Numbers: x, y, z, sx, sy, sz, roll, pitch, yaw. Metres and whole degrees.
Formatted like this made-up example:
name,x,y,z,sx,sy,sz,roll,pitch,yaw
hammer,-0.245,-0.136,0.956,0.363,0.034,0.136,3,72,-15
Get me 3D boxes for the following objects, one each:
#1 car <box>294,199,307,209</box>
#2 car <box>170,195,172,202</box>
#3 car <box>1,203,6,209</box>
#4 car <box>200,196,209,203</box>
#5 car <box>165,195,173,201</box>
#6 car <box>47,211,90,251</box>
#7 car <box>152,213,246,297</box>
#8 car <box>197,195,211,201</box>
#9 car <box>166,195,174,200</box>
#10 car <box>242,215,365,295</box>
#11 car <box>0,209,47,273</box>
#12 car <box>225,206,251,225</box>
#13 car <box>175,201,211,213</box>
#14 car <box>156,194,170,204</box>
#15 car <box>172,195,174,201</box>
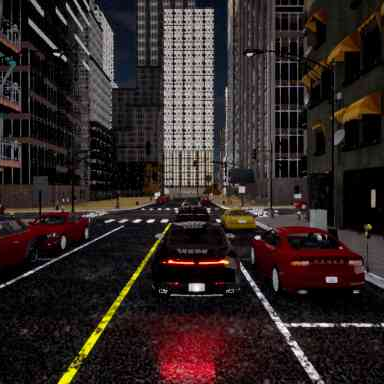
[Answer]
name,x,y,z,sx,sy,sz,roll,pitch,yaw
car,14.178,1.254,38.782,4.507,1.381,1.887,-1,1,-1
car,-5.831,1.310,68.707,2.192,1.841,5.009,-1,0,0
car,-23.921,1.744,38.386,4.097,1.590,1.967,-1,1,-1
car,2.551,1.520,68.891,1.752,1.417,4.829,-1,0,0
car,-5.861,1.521,85.215,1.752,1.417,4.829,-1,0,0
car,-5.725,1.542,14.110,1.887,1.381,4.507,-1,0,0
car,0.082,1.503,8.518,1.837,1.490,4.892,0,0,0
car,2.561,1.435,63.161,1.967,1.590,4.097,-1,0,0
car,-5.871,1.541,90.944,1.887,1.381,4.507,-1,0,0
car,2.666,1.543,8.589,1.887,1.381,4.507,-1,0,0
car,-5.716,1.439,8.586,1.967,1.590,4.097,-1,0,0
car,2.644,1.522,19.805,1.752,1.417,4.829,-1,0,0
car,0.061,1.475,18.791,1.882,1.535,5.008,0,0,0
car,-5.818,1.540,63.147,1.887,1.381,4.507,-1,0,0
car,-5.842,1.311,74.266,2.192,1.841,5.009,-1,0,0
